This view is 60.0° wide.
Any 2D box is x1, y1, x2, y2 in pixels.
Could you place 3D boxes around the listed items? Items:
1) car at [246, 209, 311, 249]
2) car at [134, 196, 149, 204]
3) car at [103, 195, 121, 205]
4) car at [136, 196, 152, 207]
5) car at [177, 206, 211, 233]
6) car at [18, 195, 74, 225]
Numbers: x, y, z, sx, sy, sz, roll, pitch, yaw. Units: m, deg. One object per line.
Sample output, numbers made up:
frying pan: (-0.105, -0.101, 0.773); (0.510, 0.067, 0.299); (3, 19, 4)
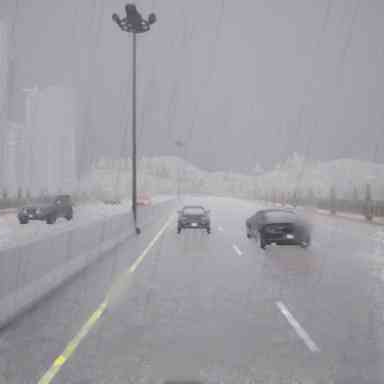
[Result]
car: (3.606, 1.478, 14.674); (1.882, 1.535, 5.008); (0, 0, 0)
car: (-10.005, 1.539, 66.057); (2.033, 1.411, 5.357); (0, 0, 2)
car: (-13.788, 1.353, 57.694); (2.097, 1.767, 4.553); (0, 0, 2)
car: (-6.998, 1.352, 47.542); (2.097, 1.767, 4.553); (0, 0, 1)
car: (0.107, 1.526, 19.661); (1.812, 1.442, 4.674); (0, 0, 0)
car: (-10.590, 1.222, 24.612); (2.150, 2.045, 5.566); (0, 0, 0)
